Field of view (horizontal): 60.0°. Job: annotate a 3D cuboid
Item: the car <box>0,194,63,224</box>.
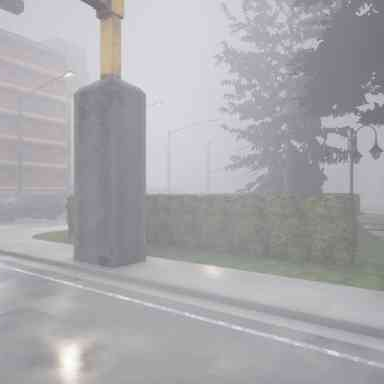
[{"bbox_3d":[-12.600,1.220,25.161,2.150,2.045,5.566,0,0,36],"label":"car"}]
